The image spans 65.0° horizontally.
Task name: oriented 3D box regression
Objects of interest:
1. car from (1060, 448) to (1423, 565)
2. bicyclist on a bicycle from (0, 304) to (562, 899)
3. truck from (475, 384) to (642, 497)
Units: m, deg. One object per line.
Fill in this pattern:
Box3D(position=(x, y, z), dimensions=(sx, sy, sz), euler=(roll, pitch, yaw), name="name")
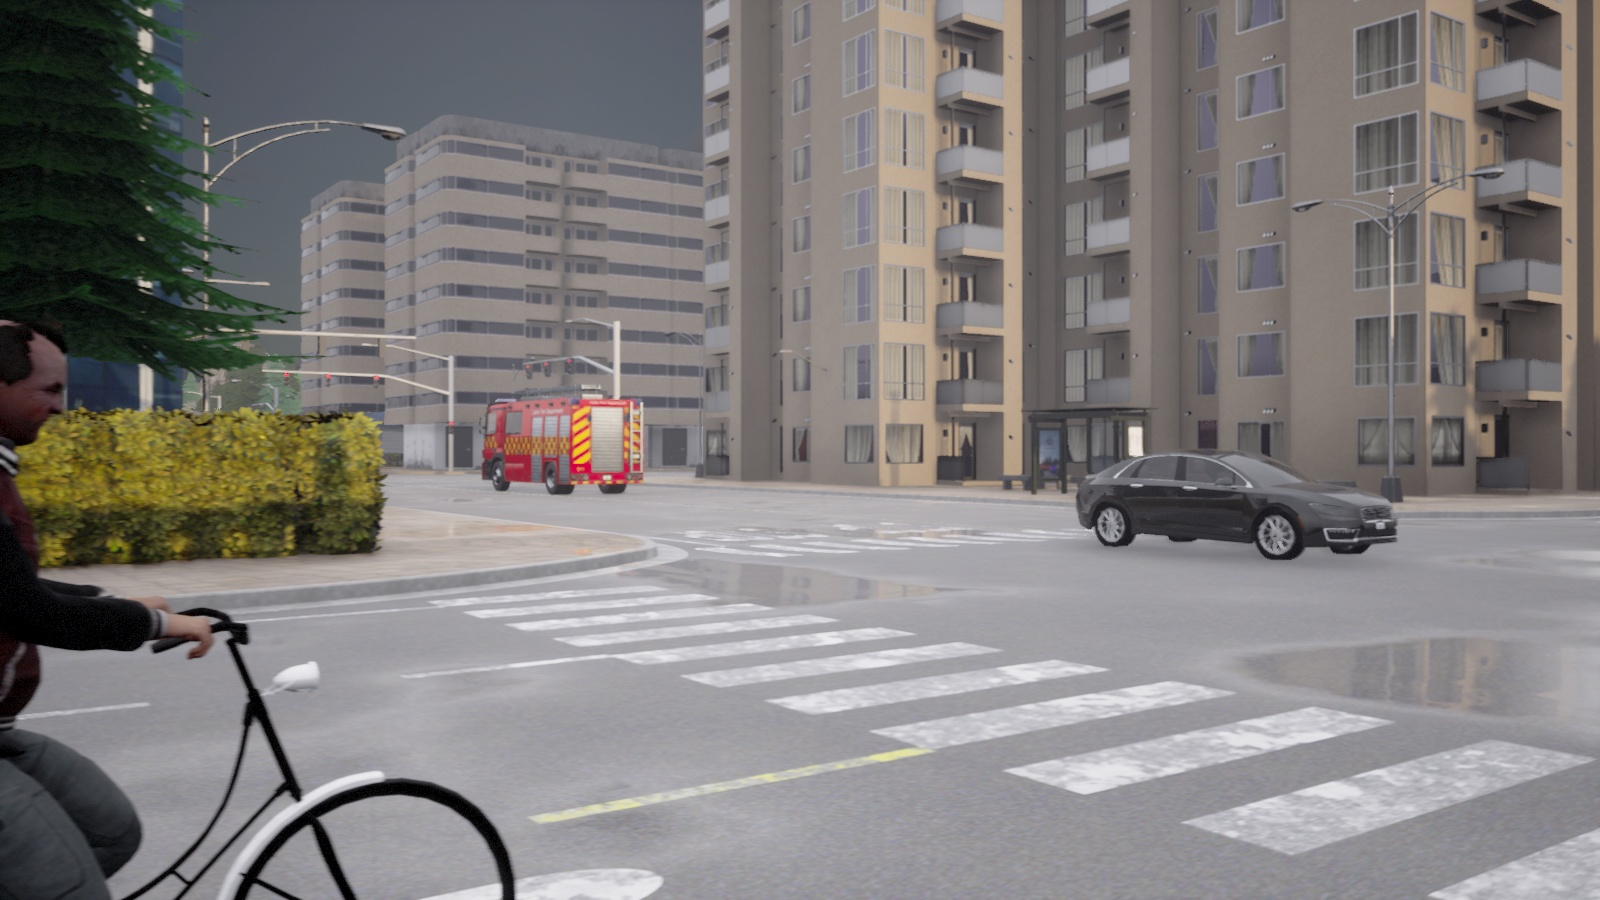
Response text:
Box3D(position=(6.311, 0.724, 18.547), dimensions=(1.837, 1.490, 4.892), euler=(0, 0, -35), name="car")
Box3D(position=(-1.495, 0.624, 2.627), dimensions=(1.843, 1.776, 0.659), euler=(-1, 0, -35), name="bicyclist on a bicycle")
Box3D(position=(-9.168, -0.313, 46.795), dimensions=(2.891, 3.827, 8.468), euler=(0, 0, -35), name="truck")
